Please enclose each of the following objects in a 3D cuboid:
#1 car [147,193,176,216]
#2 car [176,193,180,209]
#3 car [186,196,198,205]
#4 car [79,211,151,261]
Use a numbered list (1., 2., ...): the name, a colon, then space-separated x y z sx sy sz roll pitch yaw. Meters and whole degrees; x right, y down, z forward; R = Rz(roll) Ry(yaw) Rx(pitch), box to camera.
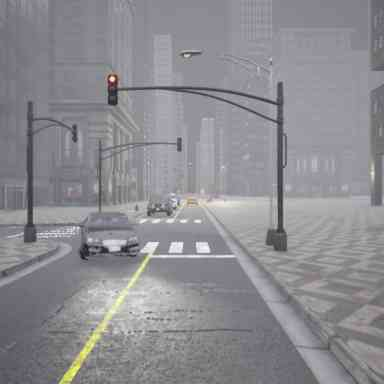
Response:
1. car: -3.088 1.221 32.928 2.150 2.045 5.566 0 0 0
2. car: -3.088 1.224 43.628 2.150 2.045 5.566 0 0 0
3. car: 0.012 1.489 57.607 1.882 1.535 5.008 0 0 0
4. car: -3.162 1.491 12.574 2.128 1.511 4.902 1 0 -19
